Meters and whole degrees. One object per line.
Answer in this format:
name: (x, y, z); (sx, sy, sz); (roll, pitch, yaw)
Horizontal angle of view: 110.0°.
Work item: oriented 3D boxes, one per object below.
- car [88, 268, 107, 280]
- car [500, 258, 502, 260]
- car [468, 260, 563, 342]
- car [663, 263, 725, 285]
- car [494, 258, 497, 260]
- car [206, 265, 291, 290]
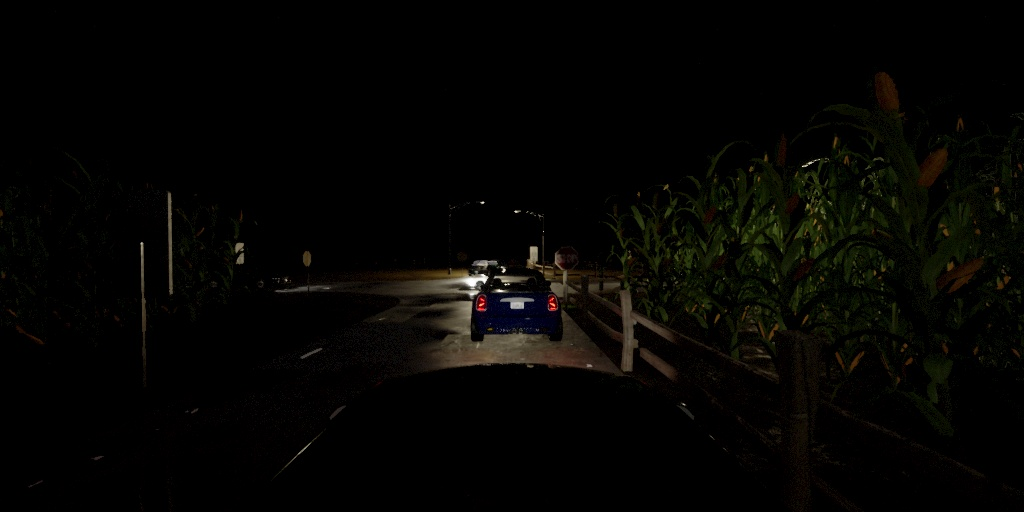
car: (-25.614, 1.370, 22.499); (4.181, 1.385, 1.994); (0, 1, 1)
car: (-2.716, 1.260, 57.333); (1.994, 1.385, 4.181); (0, 0, 0)
car: (0.058, 1.098, 9.972); (2.097, 1.767, 4.553); (0, 0, -2)
car: (12.824, 1.187, 25.334); (5.008, 1.535, 1.882); (0, 1, -2)
car: (-3.026, 1.215, 34.913); (2.128, 1.511, 4.902); (0, 0, 4)
car: (-16.559, 1.289, 22.466); (4.892, 1.490, 1.837); (0, 1, 0)
